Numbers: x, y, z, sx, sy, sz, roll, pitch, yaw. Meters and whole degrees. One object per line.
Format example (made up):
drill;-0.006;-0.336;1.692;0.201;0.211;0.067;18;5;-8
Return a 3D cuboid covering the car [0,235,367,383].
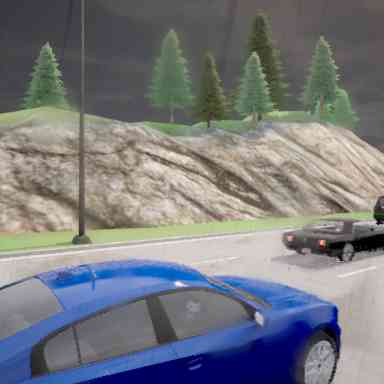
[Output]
car;-0.454;1.478;3.424;5.008;1.535;1.882;0;0;-36

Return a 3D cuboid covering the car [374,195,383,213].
car;14.647;1.224;22.838;5.566;2.045;2.150;0;0;-36

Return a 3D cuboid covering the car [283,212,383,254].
car;5.476;1.600;11.965;4.718;1.301;1.895;0;0;-36
